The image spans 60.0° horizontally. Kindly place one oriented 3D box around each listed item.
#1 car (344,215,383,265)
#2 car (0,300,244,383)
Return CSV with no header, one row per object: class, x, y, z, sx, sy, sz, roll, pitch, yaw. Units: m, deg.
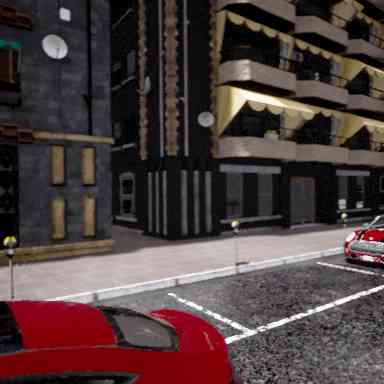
car,6.825,1.436,10.983,4.097,1.590,1.967,0,-1,-36
car,-1.715,1.526,1.848,4.674,1.442,1.812,0,0,-36
